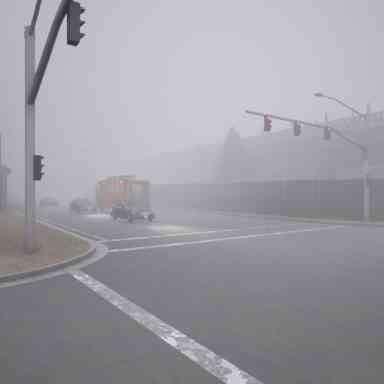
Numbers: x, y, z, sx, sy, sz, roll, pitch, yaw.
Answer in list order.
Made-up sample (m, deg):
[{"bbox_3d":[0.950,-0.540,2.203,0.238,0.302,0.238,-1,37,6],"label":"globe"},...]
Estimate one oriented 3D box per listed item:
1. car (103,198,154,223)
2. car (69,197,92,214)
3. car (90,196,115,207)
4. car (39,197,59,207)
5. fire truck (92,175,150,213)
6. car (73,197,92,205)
[{"bbox_3d":[-4.612,1.438,25.166,2.128,1.511,4.902,0,0,-35],"label":"car"},{"bbox_3d":[-11.558,1.439,35.171,2.128,1.511,4.902,0,0,-35],"label":"car"},{"bbox_3d":[-13.722,1.439,50.808,2.128,1.511,4.902,0,0,-34],"label":"car"},{"bbox_3d":[-21.261,1.495,49.269,2.033,1.411,5.357,0,0,-34],"label":"car"},{"bbox_3d":[-7.669,0.289,35.894,2.891,3.827,8.468,0,0,-35],"label":"fire truck"},{"bbox_3d":[-19.555,1.549,59.123,1.895,1.301,4.718,0,0,-35],"label":"car"}]
